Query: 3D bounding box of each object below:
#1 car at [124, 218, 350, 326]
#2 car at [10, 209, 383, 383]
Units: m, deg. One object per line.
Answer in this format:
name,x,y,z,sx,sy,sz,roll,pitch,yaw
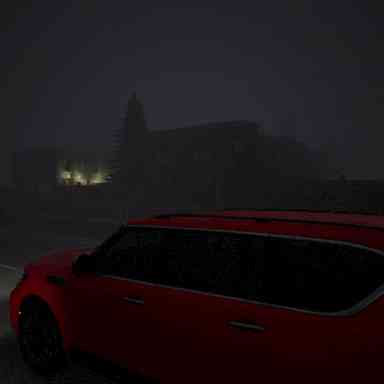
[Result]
car,0.816,1.499,7.709,4.892,1.490,1.837,0,0,36
car,0.147,1.221,3.888,5.566,2.045,2.150,0,0,36
